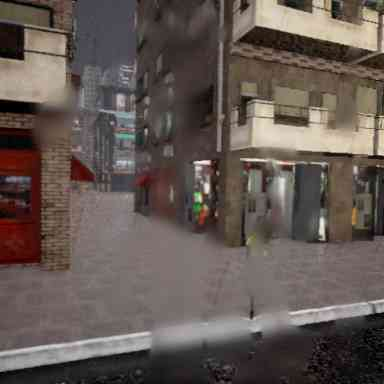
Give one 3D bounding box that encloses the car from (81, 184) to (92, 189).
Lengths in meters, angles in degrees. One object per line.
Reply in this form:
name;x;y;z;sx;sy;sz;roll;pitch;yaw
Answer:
car;-26.236;-1.241;78.519;4.829;1.417;1.752;1;1;-21
